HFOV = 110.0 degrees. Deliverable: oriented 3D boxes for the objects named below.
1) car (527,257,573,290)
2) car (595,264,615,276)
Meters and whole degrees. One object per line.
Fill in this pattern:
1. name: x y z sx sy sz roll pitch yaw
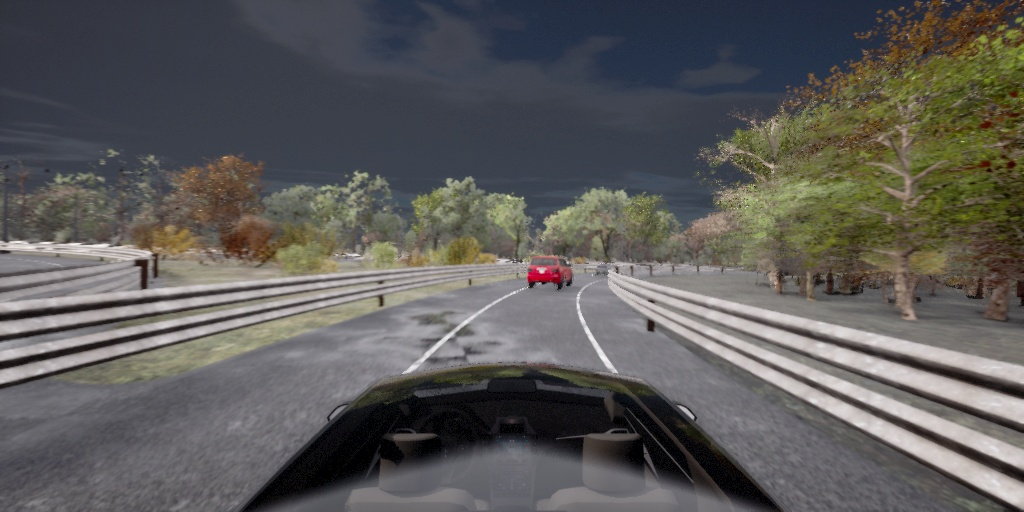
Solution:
1. car: 2.657 1.078 24.051 2.150 2.045 5.566 0 -1 19
2. car: 11.897 1.716 44.487 2.128 1.511 4.902 1 -1 32
